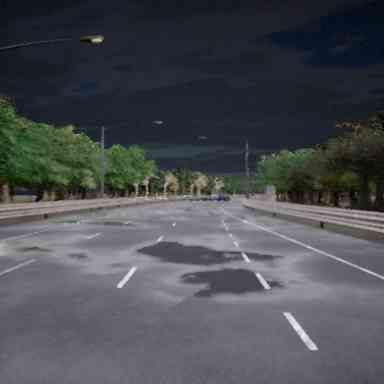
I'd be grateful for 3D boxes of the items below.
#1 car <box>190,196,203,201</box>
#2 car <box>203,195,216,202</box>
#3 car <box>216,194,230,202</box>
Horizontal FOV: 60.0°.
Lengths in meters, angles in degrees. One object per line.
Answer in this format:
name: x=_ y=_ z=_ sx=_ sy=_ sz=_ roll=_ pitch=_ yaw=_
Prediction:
car: x=0.793 y=1.761 z=86.953 sx=1.994 sy=1.385 sz=4.181 roll=0 pitch=0 yaw=11
car: x=4.390 y=1.589 z=87.173 sx=2.097 sy=1.767 sz=4.553 roll=0 pitch=0 yaw=11
car: x=8.006 y=1.484 z=87.486 sx=2.150 sy=2.045 sz=5.566 roll=0 pitch=0 yaw=11
